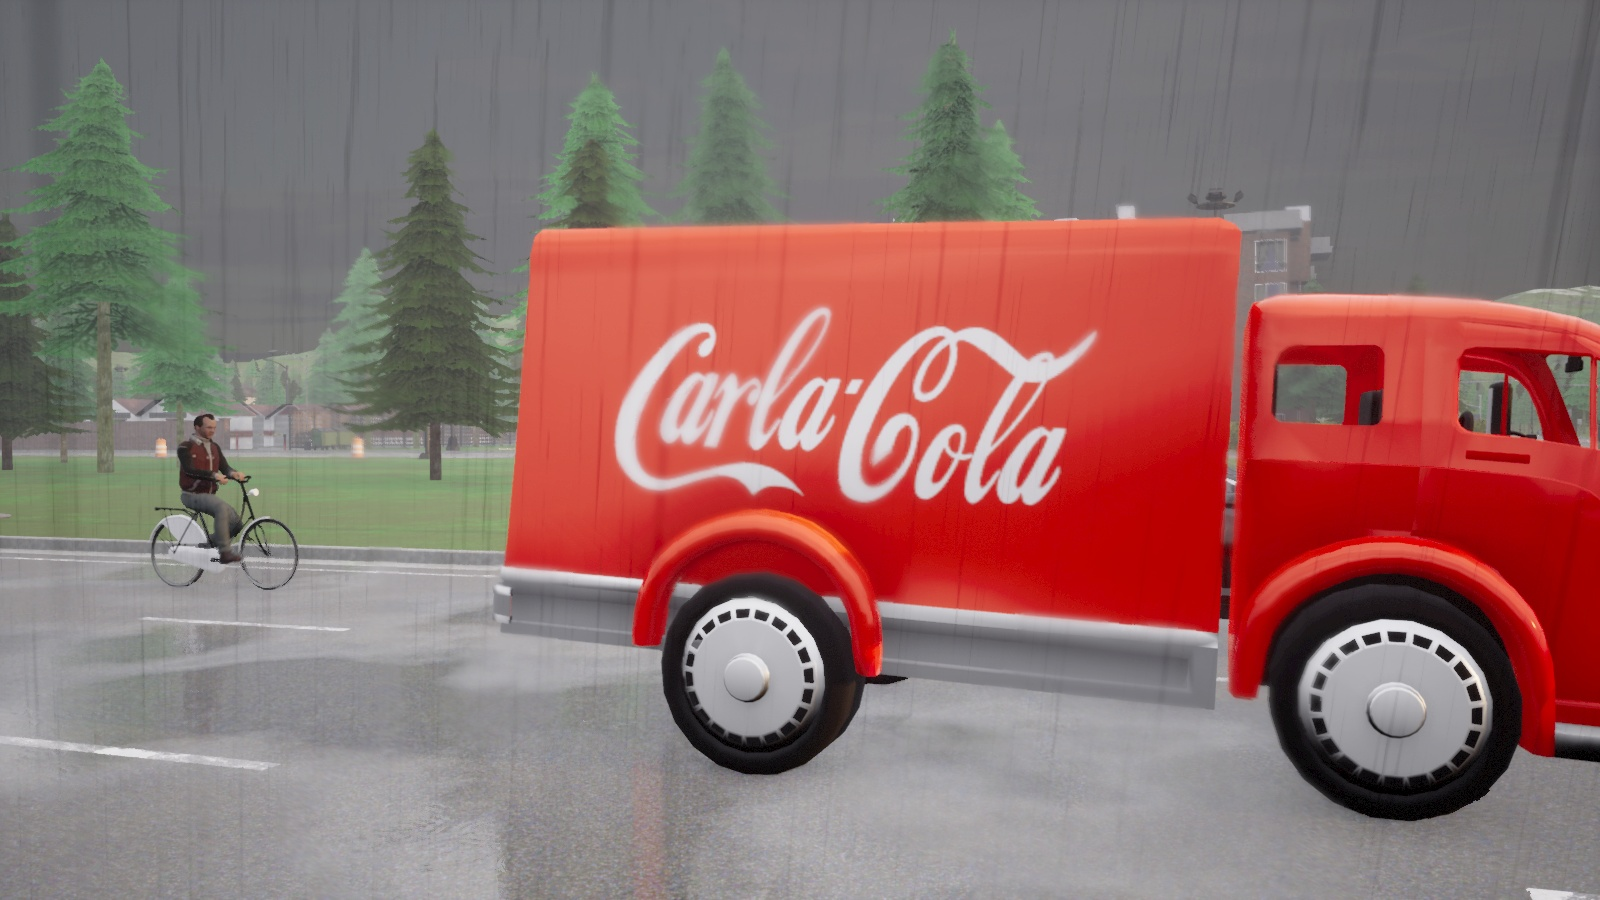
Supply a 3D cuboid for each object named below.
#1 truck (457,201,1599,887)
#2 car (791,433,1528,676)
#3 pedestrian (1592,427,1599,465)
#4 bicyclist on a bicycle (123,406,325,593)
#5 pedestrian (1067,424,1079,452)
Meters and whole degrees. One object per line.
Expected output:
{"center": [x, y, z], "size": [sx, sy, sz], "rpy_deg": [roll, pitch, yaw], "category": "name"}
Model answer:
{"center": [1.287, 0.202, 6.444], "size": [5.204, 2.467, 2.627], "rpy_deg": [3, 2, 18], "category": "truck"}
{"center": [2.596, 0.637, 9.704], "size": [4.902, 1.511, 2.128], "rpy_deg": [1, 1, 19], "category": "car"}
{"center": [38.220, -0.196, 59.963], "size": [0.540, 1.848, 0.694], "rpy_deg": [1, 1, 22], "category": "pedestrian"}
{"center": [-5.737, 0.474, 12.507], "size": [1.843, 1.776, 0.659], "rpy_deg": [-1, 1, 19], "category": "bicyclist on a bicycle"}
{"center": [17.653, -0.776, 81.070], "size": [0.706, 1.836, 0.354], "rpy_deg": [1, 1, 19], "category": "pedestrian"}
